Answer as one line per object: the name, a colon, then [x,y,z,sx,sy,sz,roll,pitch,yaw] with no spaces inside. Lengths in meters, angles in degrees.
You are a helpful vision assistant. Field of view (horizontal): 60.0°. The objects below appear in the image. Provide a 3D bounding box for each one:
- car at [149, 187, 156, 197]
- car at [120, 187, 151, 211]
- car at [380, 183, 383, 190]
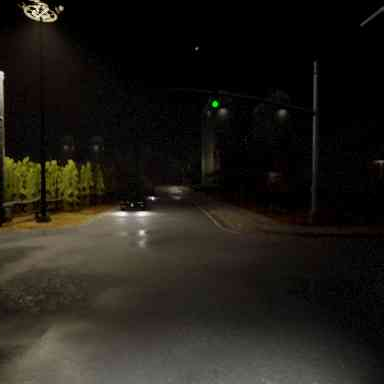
car: [-6.155,-0.028,47.931,2.033,1.411,5.357,0,2,-4]
car: [-4.598,0.640,26.910,1.837,1.490,4.892,0,2,-4]
car: [43.266,-1.299,74.013,1.905,1.878,3.866,9,10,42]
